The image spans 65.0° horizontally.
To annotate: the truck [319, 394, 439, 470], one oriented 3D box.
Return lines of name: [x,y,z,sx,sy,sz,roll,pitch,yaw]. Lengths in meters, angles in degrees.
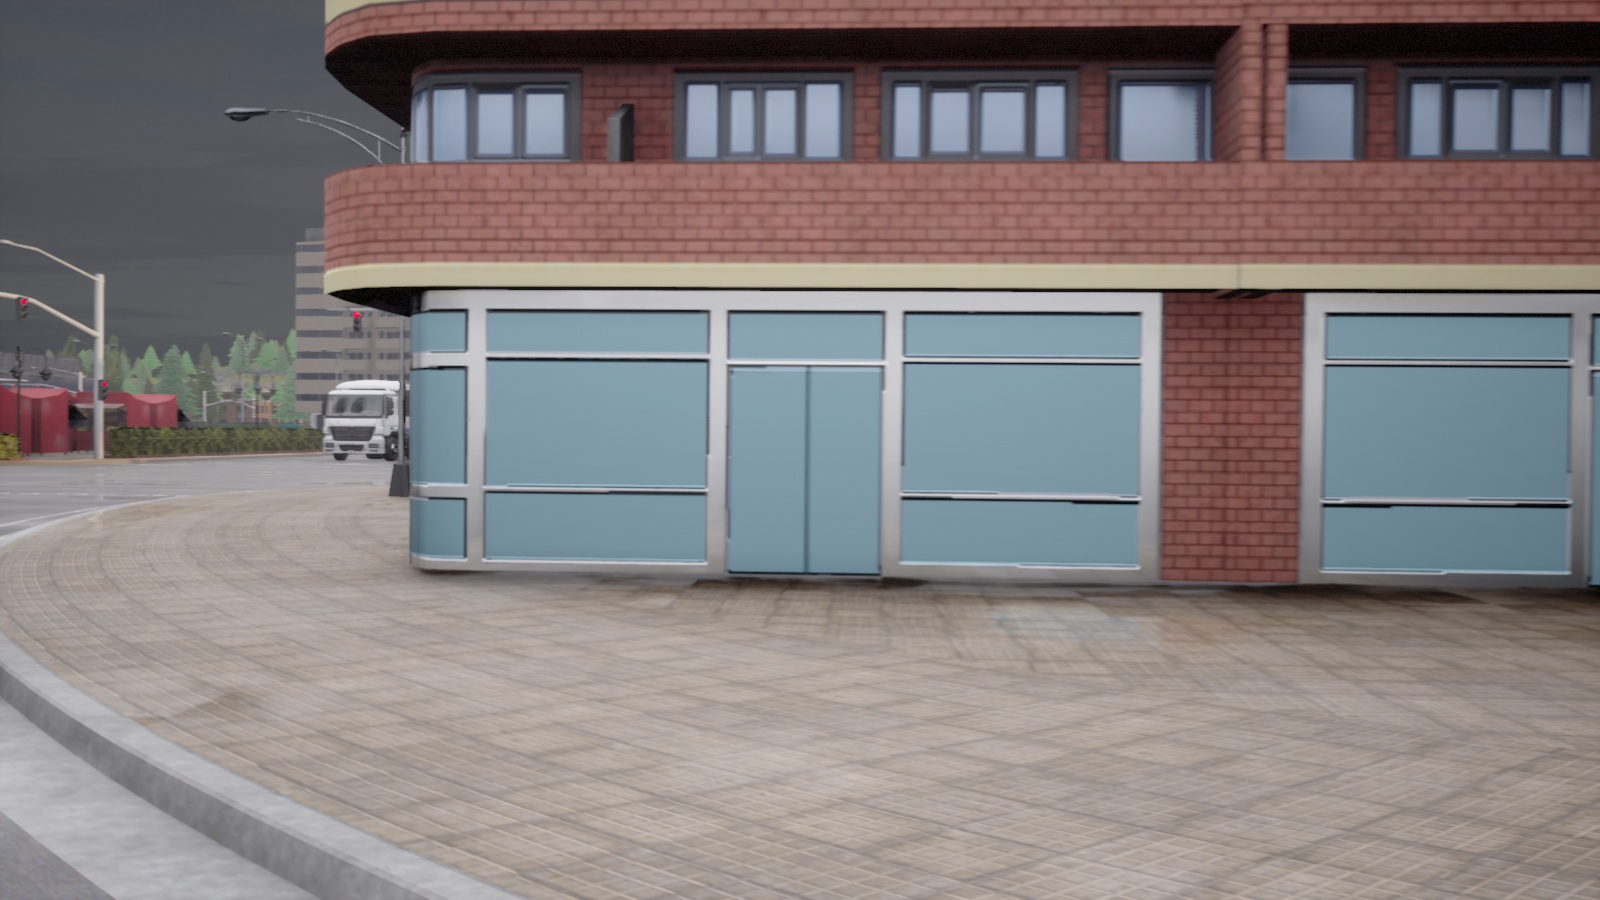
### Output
truck: [-20.543,-0.863,61.782,2.891,3.462,7.936,0,1,2]

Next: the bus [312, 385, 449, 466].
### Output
bus: [-23.628,-1.357,71.568,3.944,4.253,10.273,0,1,3]
